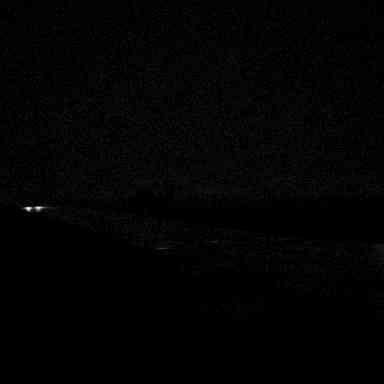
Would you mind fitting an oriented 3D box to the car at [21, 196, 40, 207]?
[{"bbox_3d":[-22.814,1.312,46.895,2.033,1.411,5.357,-2,1,-34],"label":"car"}]
